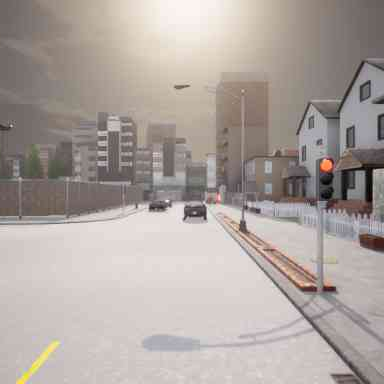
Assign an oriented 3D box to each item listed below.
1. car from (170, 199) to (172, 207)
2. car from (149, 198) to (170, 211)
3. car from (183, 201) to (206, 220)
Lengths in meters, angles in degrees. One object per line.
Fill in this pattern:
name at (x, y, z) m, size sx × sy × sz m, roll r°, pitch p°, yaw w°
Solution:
car at (-4.103, 1.564, 50.574) m, size 1.994 × 1.385 × 4.181 m, roll 0°, pitch 0°, yaw 0°
car at (-4.112, 1.601, 40.505) m, size 1.895 × 1.301 × 4.718 m, roll 0°, pitch 0°, yaw 0°
car at (0.221, 1.477, 28.590) m, size 1.882 × 1.535 × 5.008 m, roll 0°, pitch 0°, yaw 0°
